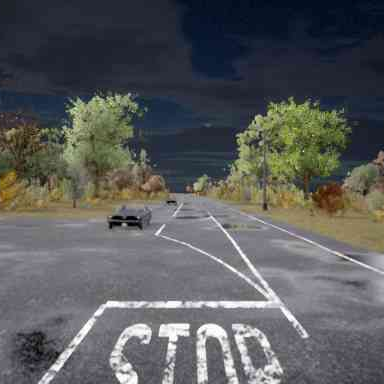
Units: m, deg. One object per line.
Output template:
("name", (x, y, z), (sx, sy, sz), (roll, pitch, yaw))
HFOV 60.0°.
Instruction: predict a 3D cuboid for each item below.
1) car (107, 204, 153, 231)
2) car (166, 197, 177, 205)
("car", (-3.443, 1.370, 19.094), (1.895, 1.301, 4.718), (1, 0, 0))
("car", (-3.663, 1.601, 59.303), (1.895, 1.301, 4.718), (0, 0, -1))
